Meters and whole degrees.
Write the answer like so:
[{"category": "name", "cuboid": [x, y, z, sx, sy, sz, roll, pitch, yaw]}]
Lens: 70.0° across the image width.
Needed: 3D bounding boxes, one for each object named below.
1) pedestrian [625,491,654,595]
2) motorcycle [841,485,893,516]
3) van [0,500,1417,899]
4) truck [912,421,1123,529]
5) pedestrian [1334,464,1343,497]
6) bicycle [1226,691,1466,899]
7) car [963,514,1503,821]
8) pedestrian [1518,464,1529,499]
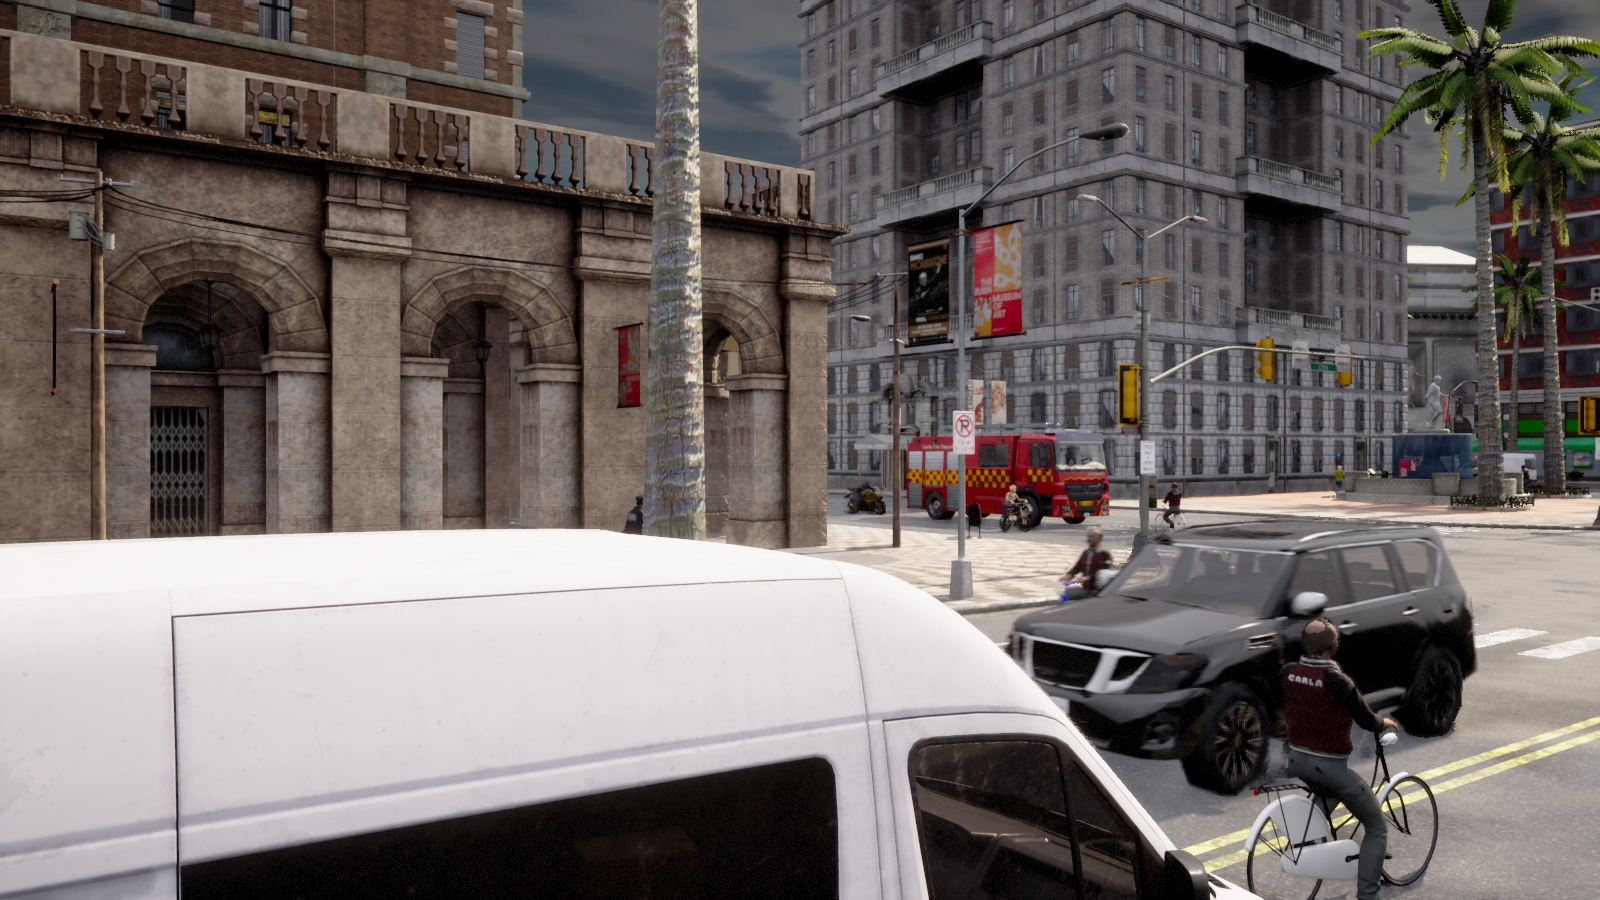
[{"category": "pedestrian", "cuboid": [-2.950, 1.696, 21.002, 0.375, 1.860, 0.375, 0, 0, -42]}, {"category": "motorcycle", "cuboid": [2.905, 2.205, 49.915, 2.209, 1.251, 0.867, 0, 0, 42]}, {"category": "van", "cuboid": [-0.760, 1.534, 3.254, 5.915, 2.561, 1.988, 0, 0, -35]}, {"category": "truck", "cuboid": [8.260, 0.891, 44.593, 2.891, 3.827, 8.468, 0, 0, -35]}, {"category": "pedestrian", "cuboid": [30.348, 1.696, 64.373, 0.375, 1.860, 0.375, 0, 0, 41]}, {"category": "bicycle", "cuboid": [3.417, 2.210, 7.085, 1.835, 1.171, 0.329, 0, 0, -29]}, {"category": "car", "cuboid": [4.380, 1.780, 11.110, 5.566, 2.045, 2.150, 0, 0, -35]}, {"category": "pedestrian", "cuboid": [38.771, 1.698, 61.247, 0.375, 1.860, 0.375, 0, 0, 14]}]
